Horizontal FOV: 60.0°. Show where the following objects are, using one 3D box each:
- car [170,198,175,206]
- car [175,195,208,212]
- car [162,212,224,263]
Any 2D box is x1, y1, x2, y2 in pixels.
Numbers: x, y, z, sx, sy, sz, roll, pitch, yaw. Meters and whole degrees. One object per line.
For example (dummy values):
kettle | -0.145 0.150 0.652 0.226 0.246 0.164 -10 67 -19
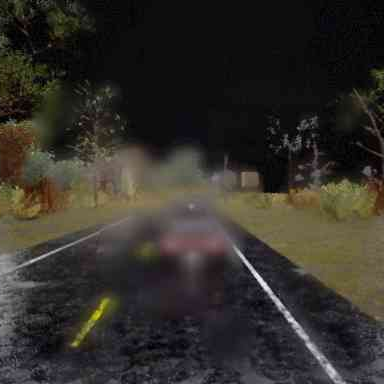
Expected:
car | -2.639 1.667 57.943 2.033 1.411 5.357 0 0 3
car | 0.079 1.278 26.571 2.150 2.045 5.566 0 0 1
car | 0.044 1.626 12.077 1.895 1.301 4.718 0 0 1
